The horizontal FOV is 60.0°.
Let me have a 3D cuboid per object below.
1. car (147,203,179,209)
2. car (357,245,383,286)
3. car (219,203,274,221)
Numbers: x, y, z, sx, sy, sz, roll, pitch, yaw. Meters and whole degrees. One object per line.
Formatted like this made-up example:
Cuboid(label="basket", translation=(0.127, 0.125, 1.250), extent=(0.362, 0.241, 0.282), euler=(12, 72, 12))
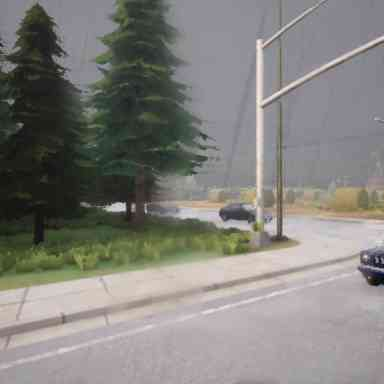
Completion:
Cuboid(label="car", translation=(-3.093, 1.549, 34.986), extent=(1.812, 1.442, 4.674), euler=(0, 0, -35))
Cuboid(label="car", translation=(6.111, 1.573, 8.223), extent=(4.718, 1.301, 1.895), euler=(0, 0, -36))
Cuboid(label="car", translation=(3.914, 1.549, 24.771), extent=(1.812, 1.442, 4.674), euler=(0, 0, -35))
